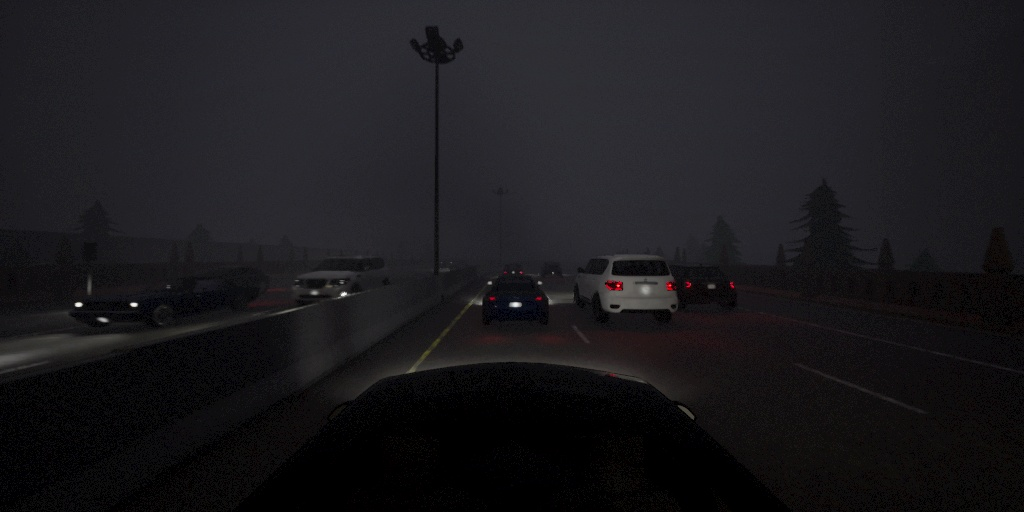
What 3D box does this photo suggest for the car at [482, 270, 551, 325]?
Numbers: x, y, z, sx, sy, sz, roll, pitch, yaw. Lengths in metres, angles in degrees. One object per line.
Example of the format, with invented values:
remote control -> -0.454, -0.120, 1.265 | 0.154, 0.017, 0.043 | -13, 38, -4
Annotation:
car -> 0.100, 1.317, 11.905 | 1.994, 1.385, 4.181 | 0, 0, 0

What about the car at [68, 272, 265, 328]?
car -> -10.599, 1.354, 11.509 | 1.895, 1.301, 4.718 | 0, 0, 0

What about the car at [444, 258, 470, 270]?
car -> -7.986, 1.323, 54.618 | 2.033, 1.411, 5.357 | 0, 0, 13

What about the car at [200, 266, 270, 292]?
car -> -14.091, 1.259, 17.559 | 1.837, 1.490, 4.892 | 0, 0, 0

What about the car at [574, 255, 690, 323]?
car -> 3.601, 0.975, 12.348 | 2.150, 2.045, 5.566 | 0, 0, 0

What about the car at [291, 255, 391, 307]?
car -> -7.098, 0.977, 15.649 | 2.150, 2.045, 5.566 | 0, 0, 0

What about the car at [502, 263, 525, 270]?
car -> 0.112, 1.306, 29.835 | 2.033, 1.411, 5.357 | 0, 0, 0

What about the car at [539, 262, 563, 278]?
car -> 3.716, 1.263, 34.233 | 1.837, 1.490, 4.892 | 0, 0, 2

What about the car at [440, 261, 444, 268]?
car -> -10.194, 1.139, 59.948 | 2.097, 1.767, 4.553 | 0, 0, 15

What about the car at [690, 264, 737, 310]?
car -> 7.100, 1.106, 14.883 | 2.097, 1.767, 4.553 | 0, 0, 0

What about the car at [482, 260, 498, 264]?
car -> -3.424, 1.315, 58.389 | 2.033, 1.411, 5.357 | 0, 0, 16
